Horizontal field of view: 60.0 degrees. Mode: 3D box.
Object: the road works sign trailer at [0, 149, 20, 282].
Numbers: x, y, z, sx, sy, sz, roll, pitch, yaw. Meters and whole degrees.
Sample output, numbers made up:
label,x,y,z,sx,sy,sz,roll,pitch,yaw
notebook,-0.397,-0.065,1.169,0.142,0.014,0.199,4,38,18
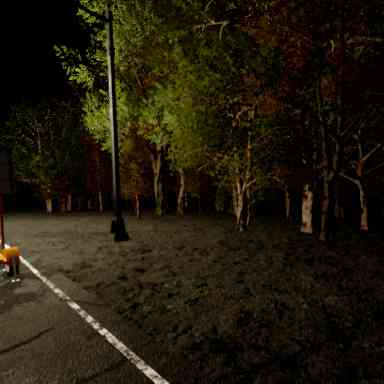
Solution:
label,x,y,z,sx,sy,sz,roll,pitch,yaw
road works sign trailer,-6.185,0.539,8.976,2.380,3.560,2.880,-3,2,-36
